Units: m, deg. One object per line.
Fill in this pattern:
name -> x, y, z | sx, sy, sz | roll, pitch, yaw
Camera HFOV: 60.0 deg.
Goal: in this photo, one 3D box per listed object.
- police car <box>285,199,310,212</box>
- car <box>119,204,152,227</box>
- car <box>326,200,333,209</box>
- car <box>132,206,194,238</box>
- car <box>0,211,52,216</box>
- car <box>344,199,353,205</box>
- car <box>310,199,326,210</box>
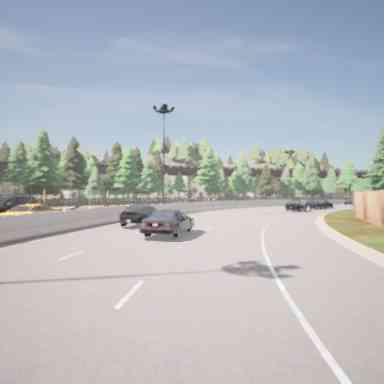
police car -> 14.224, 1.831, 45.423 | 1.930, 1.638, 5.238 | 0, 0, 32
car -> -3.518, 1.653, 23.902 | 1.837, 1.490, 4.892 | 0, 0, 14
car -> 22.380, 2.010, 56.520 | 1.882, 1.535, 5.008 | 0, -1, 41
car -> -1.267, 1.672, 18.667 | 2.033, 1.411, 5.357 | 0, 0, 12
car -> -11.221, 1.572, 22.722 | 1.882, 1.535, 5.008 | 0, 0, 14
car -> 33.348, 2.052, 68.843 | 4.181, 1.385, 1.994 | 1, 0, -36
car -> 19.093, 1.989, 52.477 | 1.837, 1.490, 4.892 | 0, -1, 37
